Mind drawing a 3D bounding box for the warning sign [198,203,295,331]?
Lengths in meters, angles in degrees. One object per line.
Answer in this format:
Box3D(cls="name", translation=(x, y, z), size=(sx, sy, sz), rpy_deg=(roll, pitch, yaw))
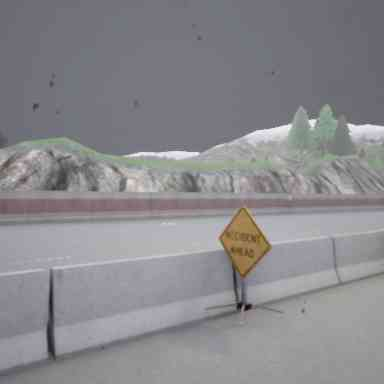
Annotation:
Box3D(cls="warning sign", translation=(0.917, 1.153, 5.813), size=(1.060, 1.860, 1.300), rpy_deg=(1, 0, -36))
